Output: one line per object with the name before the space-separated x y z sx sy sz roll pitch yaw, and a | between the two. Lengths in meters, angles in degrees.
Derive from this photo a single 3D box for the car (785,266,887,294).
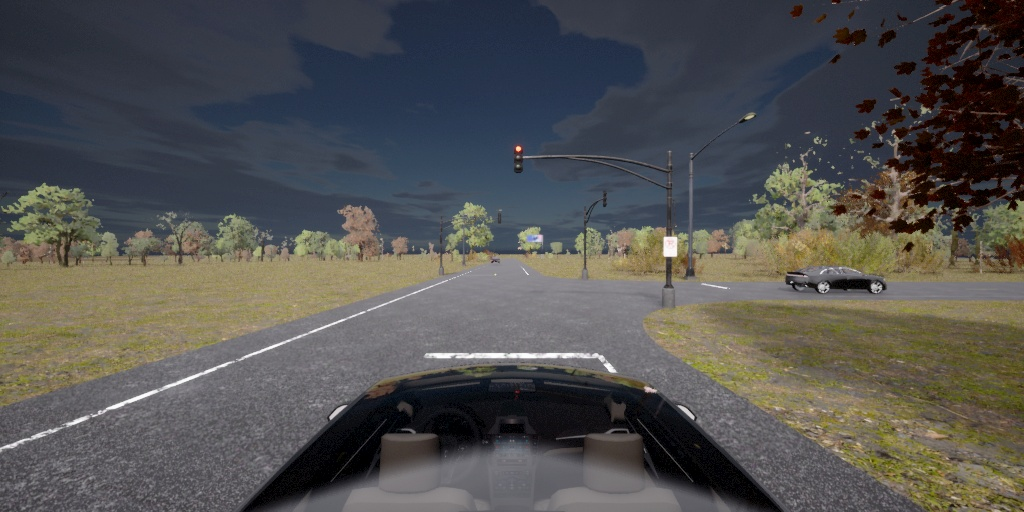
car | 18.327 1.308 20.373 4.902 1.511 2.128 0 1 0
